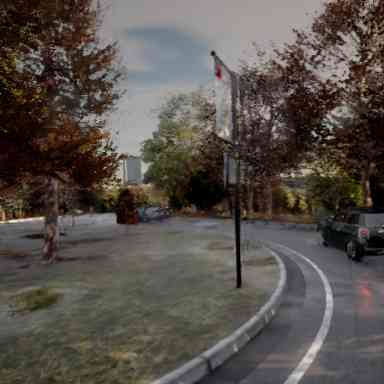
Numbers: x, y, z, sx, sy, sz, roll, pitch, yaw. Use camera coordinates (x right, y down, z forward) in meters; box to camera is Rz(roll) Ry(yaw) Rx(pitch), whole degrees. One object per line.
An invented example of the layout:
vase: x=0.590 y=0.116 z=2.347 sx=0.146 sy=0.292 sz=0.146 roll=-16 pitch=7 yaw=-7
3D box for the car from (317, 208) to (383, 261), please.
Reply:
car: x=6.379 y=1.383 z=12.635 sx=2.097 sy=1.767 sz=4.553 roll=-2 pitch=0 yaw=3

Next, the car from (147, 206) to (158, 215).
car: x=-9.734 y=4.587 z=82.287 sx=2.150 sy=2.045 sz=5.566 roll=-2 pitch=-5 yaw=0

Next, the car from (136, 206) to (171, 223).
car: x=-4.162 y=1.966 z=29.828 sx=2.033 sy=1.411 sz=5.357 roll=-2 pitch=0 yaw=-43
